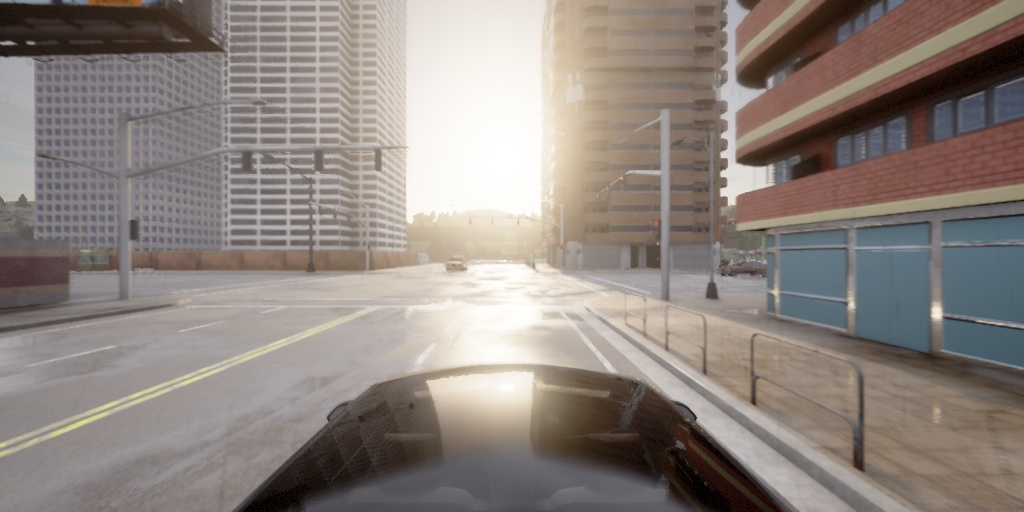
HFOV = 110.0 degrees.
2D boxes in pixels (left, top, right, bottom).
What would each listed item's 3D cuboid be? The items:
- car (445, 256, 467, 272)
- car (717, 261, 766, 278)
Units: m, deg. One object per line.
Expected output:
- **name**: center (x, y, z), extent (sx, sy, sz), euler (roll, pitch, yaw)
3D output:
- **car**: center (-6.997, 1.020, 45.688), extent (2.150, 2.045, 5.566), euler (0, 1, 0)
- **car**: center (21.649, 1.229, 33.281), extent (4.674, 1.442, 1.812), euler (0, 0, 1)
